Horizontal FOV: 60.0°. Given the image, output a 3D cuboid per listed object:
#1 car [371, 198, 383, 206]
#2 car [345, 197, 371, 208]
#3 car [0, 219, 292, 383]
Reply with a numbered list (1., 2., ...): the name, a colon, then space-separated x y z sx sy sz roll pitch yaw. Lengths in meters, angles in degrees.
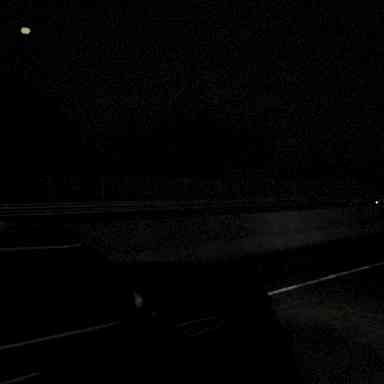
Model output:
1. car: 22.538 1.069 37.264 4.553 1.767 2.097 0 0 -35
2. car: 20.120 1.284 39.838 4.181 1.385 1.994 0 0 -35
3. car: -1.656 1.220 2.565 5.566 2.045 2.150 0 0 -36
